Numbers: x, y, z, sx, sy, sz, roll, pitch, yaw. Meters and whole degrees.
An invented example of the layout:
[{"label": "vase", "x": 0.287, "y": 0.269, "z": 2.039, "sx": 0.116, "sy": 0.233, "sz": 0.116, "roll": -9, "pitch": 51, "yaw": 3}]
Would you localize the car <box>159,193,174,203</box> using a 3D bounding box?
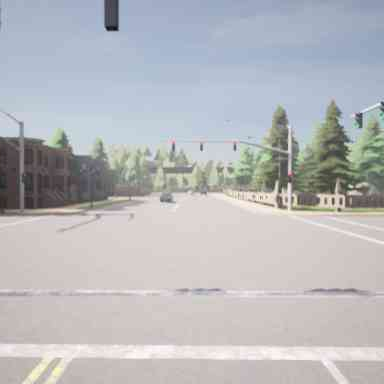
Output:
[{"label": "car", "x": -3.671, "y": 0.864, "z": 48.556, "sx": 1.837, "sy": 1.490, "sz": 4.892, "roll": 0, "pitch": 1, "yaw": 0}]
